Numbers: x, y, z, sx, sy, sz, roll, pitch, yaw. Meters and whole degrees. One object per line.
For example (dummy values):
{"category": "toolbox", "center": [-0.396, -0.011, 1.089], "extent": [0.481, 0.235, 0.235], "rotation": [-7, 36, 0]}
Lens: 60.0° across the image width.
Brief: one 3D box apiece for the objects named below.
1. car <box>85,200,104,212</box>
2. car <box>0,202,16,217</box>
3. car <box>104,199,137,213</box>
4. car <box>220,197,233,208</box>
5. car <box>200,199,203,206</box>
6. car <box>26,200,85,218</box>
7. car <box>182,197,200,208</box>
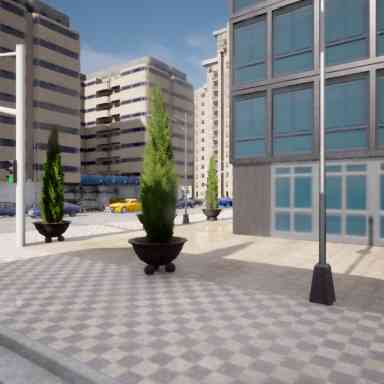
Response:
{"category": "car", "center": [-11.786, 1.619, 37.254], "extent": [1.994, 1.385, 4.181], "rotation": [0, 0, 35]}
{"category": "car", "center": [-17.121, 1.603, 29.725], "extent": [2.033, 1.411, 5.357], "rotation": [0, 0, 35]}
{"category": "car", "center": [-7.143, 1.533, 37.756], "extent": [1.882, 1.535, 5.008], "rotation": [0, 0, 35]}
{"category": "car", "center": [5.208, 1.533, 48.800], "extent": [1.882, 1.535, 5.008], "rotation": [0, 0, 35]}
{"category": "car", "center": [-0.008, 1.581, 53.809], "extent": [1.812, 1.442, 4.674], "rotation": [0, 0, 36]}
{"category": "car", "center": [-12.465, 1.581, 30.207], "extent": [1.812, 1.442, 4.674], "rotation": [0, 0, 35]}
{"category": "car", "center": [-1.365, 1.581, 45.885], "extent": [1.812, 1.442, 4.674], "rotation": [0, 0, 35]}
